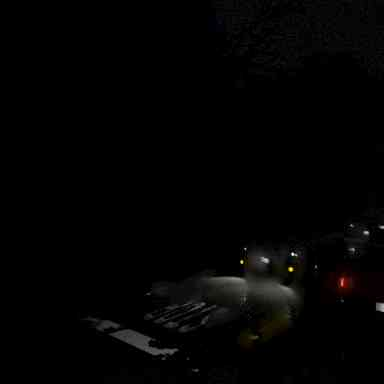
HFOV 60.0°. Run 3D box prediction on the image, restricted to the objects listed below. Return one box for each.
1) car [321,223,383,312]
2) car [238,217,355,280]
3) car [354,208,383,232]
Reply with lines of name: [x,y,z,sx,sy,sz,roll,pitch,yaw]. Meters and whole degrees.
car: [4.621,1.596,7.070,1.895,1.301,4.718,-1,-1,41]
car: [3.211,1.599,10.162,1.994,1.385,4.181,-1,-1,42]
car: [10.158,1.569,18.040,2.033,1.411,5.357,-1,-1,42]
